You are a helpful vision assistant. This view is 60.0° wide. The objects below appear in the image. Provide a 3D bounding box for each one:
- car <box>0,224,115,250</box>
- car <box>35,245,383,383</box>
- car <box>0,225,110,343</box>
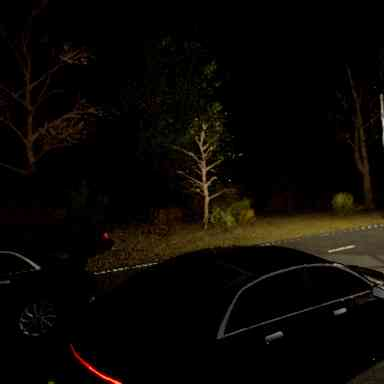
[{"bbox_3d":[-4.726,1.627,8.362,5.357,1.411,2.033,-8,-6,-35],"label":"car"},{"bbox_3d":[0.965,1.431,4.062,4.892,1.490,1.837,-2,1,-35],"label":"car"},{"bbox_3d":[-3.939,1.535,4.870,4.892,1.490,1.837,-2,1,-35],"label":"car"}]
